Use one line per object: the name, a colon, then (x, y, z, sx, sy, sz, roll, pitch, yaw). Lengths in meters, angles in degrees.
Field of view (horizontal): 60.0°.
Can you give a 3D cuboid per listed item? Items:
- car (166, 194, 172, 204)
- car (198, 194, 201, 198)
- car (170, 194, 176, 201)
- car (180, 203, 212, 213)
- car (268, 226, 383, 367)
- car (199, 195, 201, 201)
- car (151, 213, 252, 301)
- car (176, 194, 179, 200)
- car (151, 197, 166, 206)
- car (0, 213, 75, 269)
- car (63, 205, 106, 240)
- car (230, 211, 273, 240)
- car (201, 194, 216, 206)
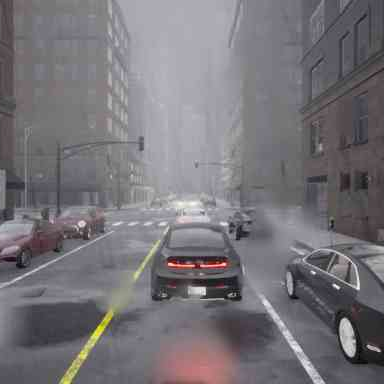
car: (-5.612, 1.606, 64.557, 2.008, 1.369, 4.403, 0, 0, 0)
car: (2.932, 1.523, 75.362, 1.967, 1.590, 4.097, 0, 0, 0)
car: (-5.582, 1.625, 80.613, 1.752, 1.417, 4.829, 0, 0, 0)
car: (0.083, 1.526, 17.449, 1.812, 1.442, 4.674, 0, 0, -1)
car: (2.856, 1.550, 5.634, 2.008, 1.369, 4.403, 0, 0, 0)
car: (2.913, 1.606, 64.544, 2.008, 1.369, 4.403, 0, 0, 0)
car: (0.098, 1.505, 8.301, 1.837, 1.490, 4.892, 0, 0, 0)
car: (-5.563, 1.456, 91.600, 2.192, 1.841, 5.009, 0, 0, 0)
car: (-5.632, 1.617, 53.740, 1.802, 1.307, 4.206, 0, 0, 0)
car: (-5.670, 1.582, 11.136, 1.802, 1.307, 4.206, 0, 0, 0)
car: (-5.669, 1.441, 16.637, 1.967, 1.590, 4.097, 0, 0, 0)
car: (2.856, 1.566, 16.636, 1.947, 1.339, 4.313, 0, 0, 0)
car: (2.892, 1.475, 53.727, 1.967, 1.590, 4.097, 0, 0, 0)
